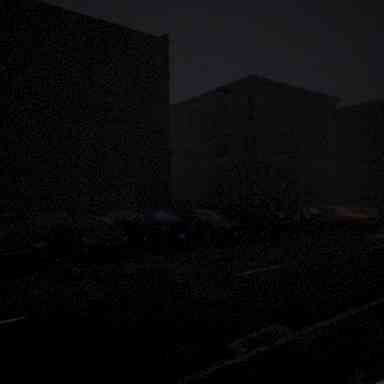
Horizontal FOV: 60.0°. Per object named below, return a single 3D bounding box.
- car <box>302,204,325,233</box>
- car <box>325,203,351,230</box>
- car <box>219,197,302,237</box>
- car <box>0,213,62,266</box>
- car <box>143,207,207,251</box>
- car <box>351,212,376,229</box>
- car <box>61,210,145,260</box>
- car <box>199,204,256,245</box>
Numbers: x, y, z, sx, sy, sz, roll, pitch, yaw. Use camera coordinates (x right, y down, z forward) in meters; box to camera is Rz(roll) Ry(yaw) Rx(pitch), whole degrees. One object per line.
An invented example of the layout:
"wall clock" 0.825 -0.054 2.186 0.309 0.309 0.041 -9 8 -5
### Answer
"car" 4.872 1.392 19.310 2.185 1.767 4.553 0 0 -36
"car" 7.078 1.572 20.961 2.002 1.452 4.674 0 0 -36
"car" 2.610 1.256 17.736 2.435 2.045 5.566 0 0 -36
"car" -6.286 1.501 11.223 2.231 1.521 4.892 0 0 -36
"car" -1.824 1.496 14.461 2.097 1.535 5.008 0 0 -36
"car" 9.418 1.547 22.433 1.946 1.575 5.366 0 0 -36
"car" -4.058 1.497 12.846 2.231 1.521 4.892 0 0 -36
"car" 0.397 1.499 16.093 2.097 1.535 5.008 0 0 -36
